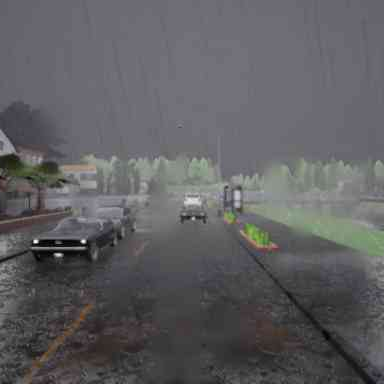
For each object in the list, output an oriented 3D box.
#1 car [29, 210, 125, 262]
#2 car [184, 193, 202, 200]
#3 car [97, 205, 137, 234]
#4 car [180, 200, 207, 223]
[{"bbox_3d":[-3.995,1.570,12.171,1.895,1.301,4.718,0,0,0],"label":"car"},{"bbox_3d":[0.101,1.117,43.174,2.150,2.045,5.566,0,1,0],"label":"car"},{"bbox_3d":[-4.071,1.462,16.994,1.837,1.490,4.892,0,0,1],"label":"car"},{"bbox_3d":[0.096,1.538,25.232,1.895,1.301,4.718,0,0,0],"label":"car"}]
